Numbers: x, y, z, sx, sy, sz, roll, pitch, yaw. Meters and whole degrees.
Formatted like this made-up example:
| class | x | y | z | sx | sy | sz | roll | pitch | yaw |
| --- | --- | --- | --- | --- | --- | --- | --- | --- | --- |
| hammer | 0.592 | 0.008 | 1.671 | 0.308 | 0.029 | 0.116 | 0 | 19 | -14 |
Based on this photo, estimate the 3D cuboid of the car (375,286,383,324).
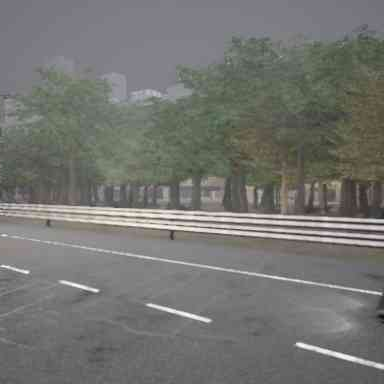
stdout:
| class | x | y | z | sx | sy | sz | roll | pitch | yaw |
| --- | --- | --- | --- | --- | --- | --- | --- | --- | --- |
| car | 5.464 | 1.549 | 4.271 | 5.357 | 1.411 | 2.033 | 0 | 0 | 35 |
